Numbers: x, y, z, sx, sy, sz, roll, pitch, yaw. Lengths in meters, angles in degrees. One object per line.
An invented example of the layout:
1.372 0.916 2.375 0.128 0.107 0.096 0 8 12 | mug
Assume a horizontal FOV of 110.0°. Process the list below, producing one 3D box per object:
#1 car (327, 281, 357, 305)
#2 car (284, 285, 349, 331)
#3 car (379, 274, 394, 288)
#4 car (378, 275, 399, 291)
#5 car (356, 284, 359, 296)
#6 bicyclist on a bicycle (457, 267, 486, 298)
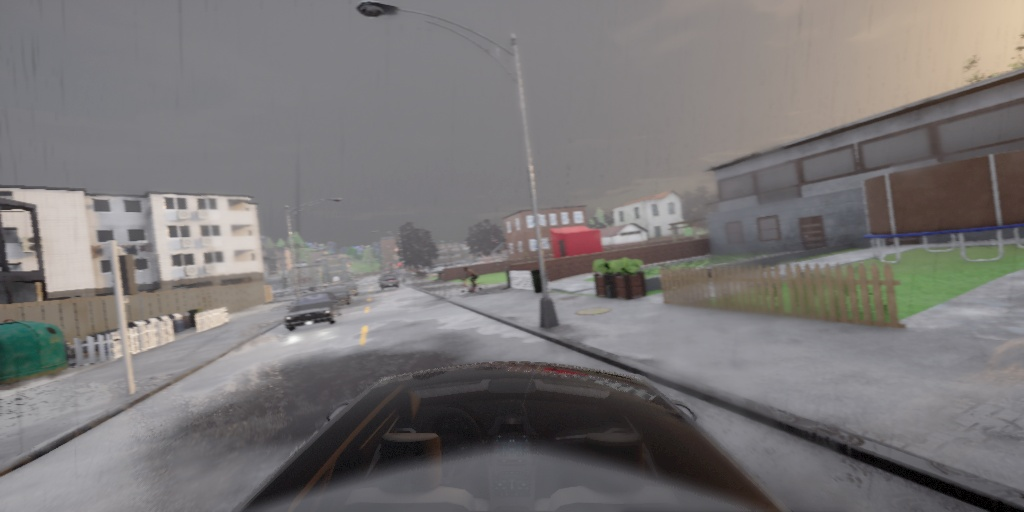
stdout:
-12.766 2.855 26.215 1.837 1.490 4.892 -7 0 -21 | car
-9.236 2.453 17.010 2.033 1.411 5.357 -7 0 -21 | car
-17.975 3.513 51.183 1.837 1.490 4.892 -7 1 -21 | car
-13.786 2.971 40.349 2.128 1.511 4.902 -7 0 -21 | car
-16.364 3.307 35.663 1.837 1.490 4.892 -7 0 -21 | car
-2.215 1.371 19.173 1.656 1.620 0.582 -7 0 -21 | bicyclist on a bicycle
